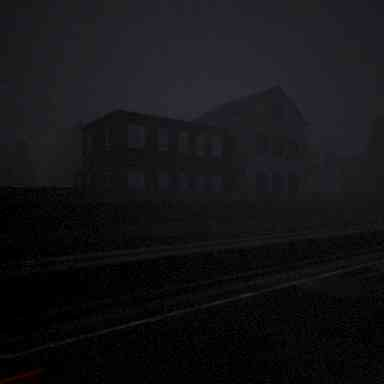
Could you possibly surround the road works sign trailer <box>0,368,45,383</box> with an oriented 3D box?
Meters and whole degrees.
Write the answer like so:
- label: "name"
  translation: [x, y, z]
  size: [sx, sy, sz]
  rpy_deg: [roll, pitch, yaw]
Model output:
- label: "road works sign trailer"
  translation: [-2.607, 0.487, 2.445]
  size: [2.880, 3.560, 2.380]
  rpy_deg: [1, -1, -37]
